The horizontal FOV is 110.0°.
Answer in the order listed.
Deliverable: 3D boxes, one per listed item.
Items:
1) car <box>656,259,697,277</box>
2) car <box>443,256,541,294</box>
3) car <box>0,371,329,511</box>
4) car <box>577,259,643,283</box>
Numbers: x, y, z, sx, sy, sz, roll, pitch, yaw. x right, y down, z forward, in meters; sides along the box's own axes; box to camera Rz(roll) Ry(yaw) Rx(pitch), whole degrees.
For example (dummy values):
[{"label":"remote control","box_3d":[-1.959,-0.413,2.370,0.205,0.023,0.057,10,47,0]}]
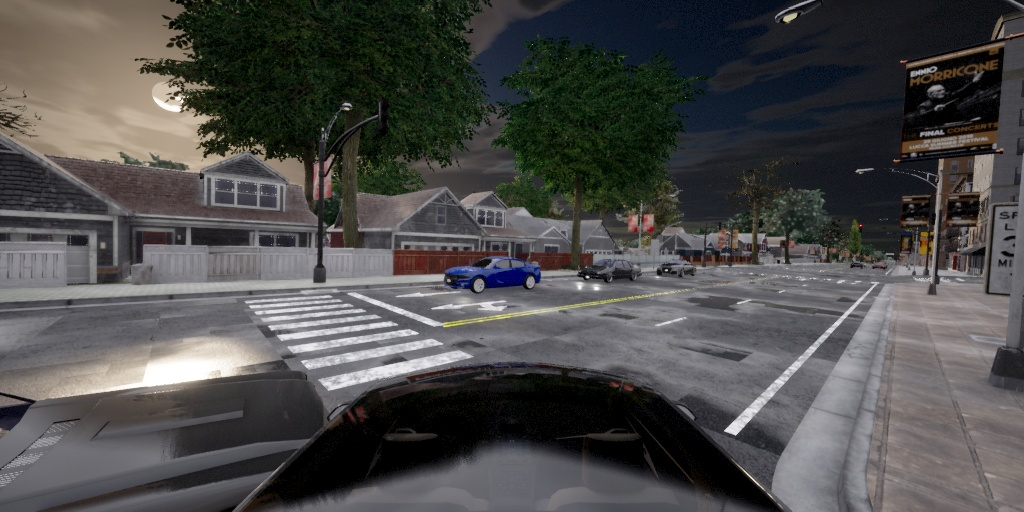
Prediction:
[{"label":"car","box_3d":[13.878,0.980,30.175,4.181,1.385,1.994,0,3,-43]},{"label":"car","box_3d":[-0.789,0.770,16.656,5.008,1.535,1.882,0,3,-43]},{"label":"car","box_3d":[-3.322,1.279,1.524,4.718,1.301,1.895,1,2,-33]},{"label":"car","box_3d":[6.529,0.900,23.415,5.357,1.411,2.033,0,3,-43]}]
